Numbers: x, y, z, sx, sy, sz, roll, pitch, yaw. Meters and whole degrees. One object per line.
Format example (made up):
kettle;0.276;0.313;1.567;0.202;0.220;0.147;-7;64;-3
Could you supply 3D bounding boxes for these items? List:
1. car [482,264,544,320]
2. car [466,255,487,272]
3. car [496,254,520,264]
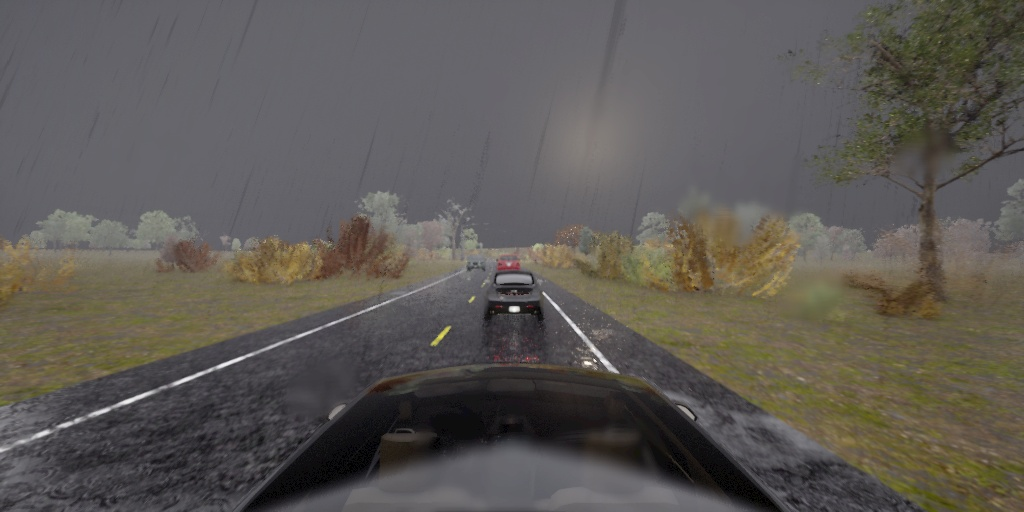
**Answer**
car;0.054;1.231;12.591;1.837;1.490;4.892;0;1;0
car;-4.285;0.838;43.740;2.150;2.045;5.566;0;0;-2
car;-0.382;0.868;35.125;2.150;2.045;5.566;0;0;-2
